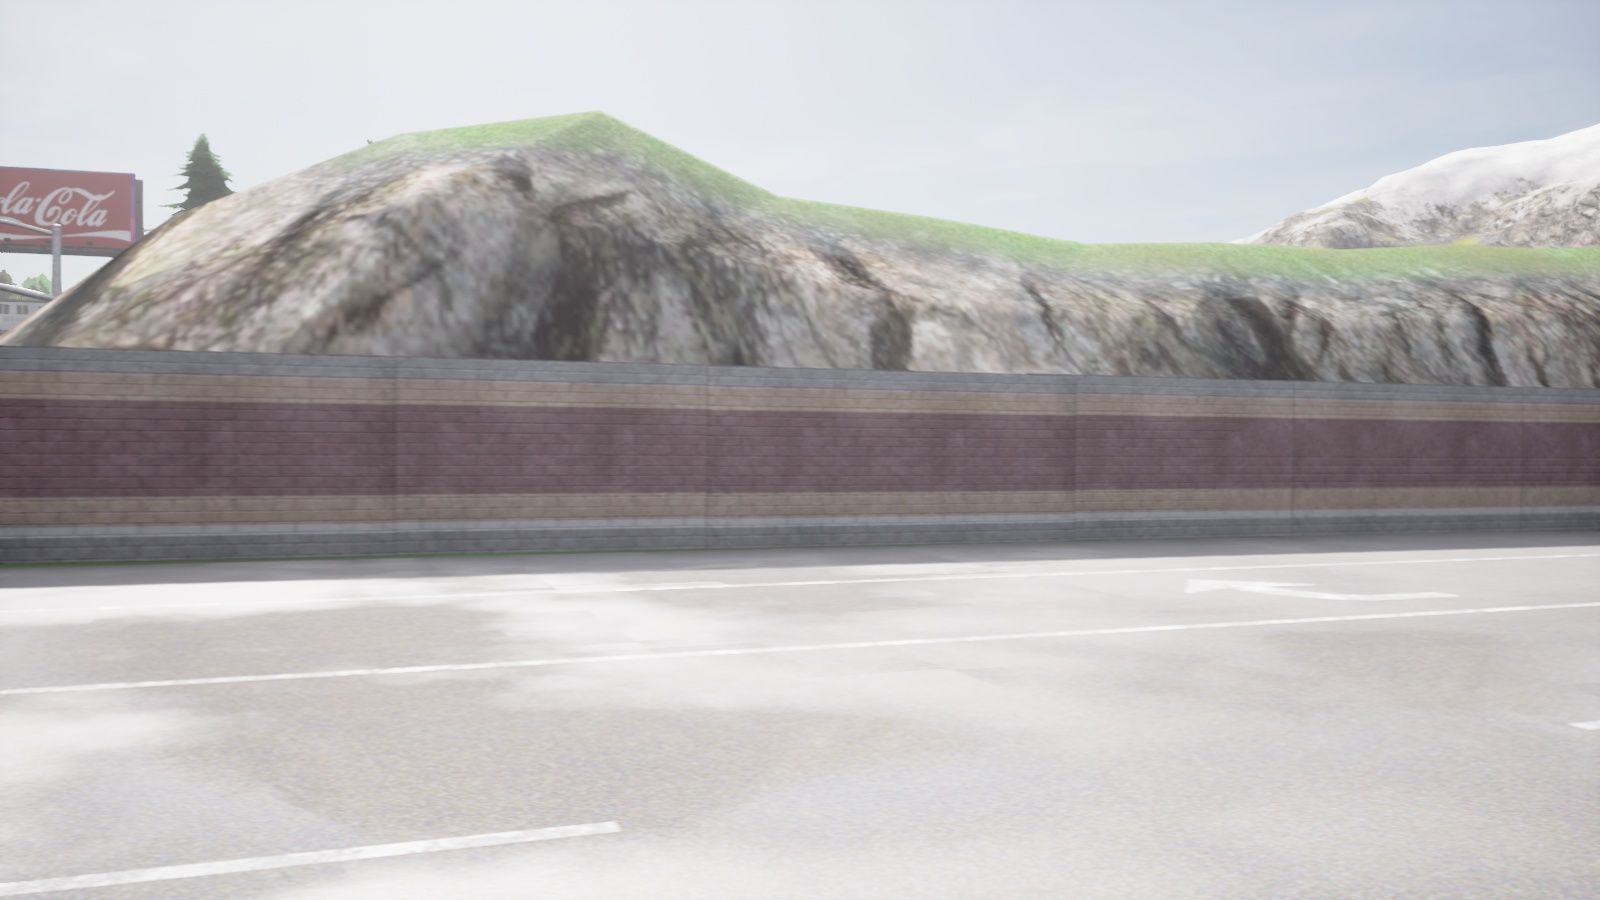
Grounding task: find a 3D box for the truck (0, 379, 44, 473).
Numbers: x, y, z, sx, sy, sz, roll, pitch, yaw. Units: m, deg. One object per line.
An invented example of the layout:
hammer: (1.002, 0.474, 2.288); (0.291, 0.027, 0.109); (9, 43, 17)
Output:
truck: (-34.110, -0.967, 51.051); (2.891, 3.827, 8.468); (0, 0, -10)
